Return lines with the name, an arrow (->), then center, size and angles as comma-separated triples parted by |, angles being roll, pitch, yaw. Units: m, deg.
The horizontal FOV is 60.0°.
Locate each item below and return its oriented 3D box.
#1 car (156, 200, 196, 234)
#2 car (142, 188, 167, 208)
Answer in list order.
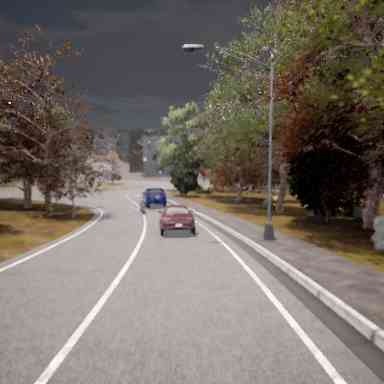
car -> -0.888, 1.423, 18.357 | 1.812, 1.442, 4.674 | 0, 1, -6
car -> -4.167, 0.514, 36.468 | 2.150, 2.045, 5.566 | -1, 3, -14
